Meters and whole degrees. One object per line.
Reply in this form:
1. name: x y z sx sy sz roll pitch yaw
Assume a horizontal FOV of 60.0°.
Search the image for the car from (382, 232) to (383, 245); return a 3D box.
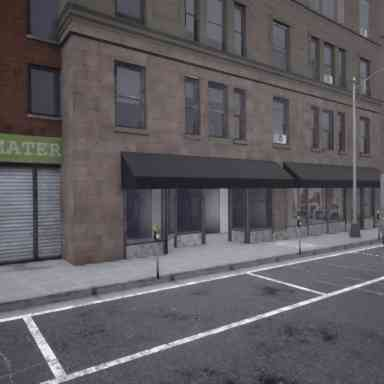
1. car: 9.291 1.540 13.207 4.507 1.381 1.887 0 -1 -36
